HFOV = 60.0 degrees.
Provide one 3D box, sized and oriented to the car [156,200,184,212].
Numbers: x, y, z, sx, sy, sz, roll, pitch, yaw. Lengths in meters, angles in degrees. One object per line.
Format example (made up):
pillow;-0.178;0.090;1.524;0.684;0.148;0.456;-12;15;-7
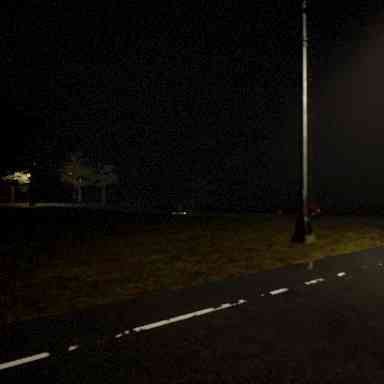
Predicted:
car;-2.886;1.829;42.789;2.128;1.511;4.902;2;-2;-36

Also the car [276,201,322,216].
car;11.184;1.740;35.196;1.882;1.535;5.008;2;-2;-36
